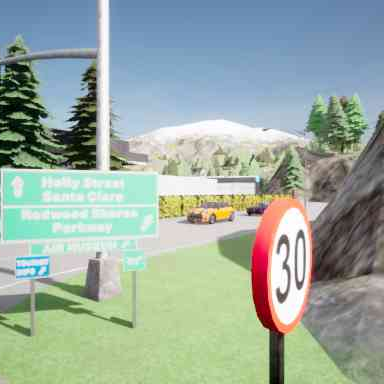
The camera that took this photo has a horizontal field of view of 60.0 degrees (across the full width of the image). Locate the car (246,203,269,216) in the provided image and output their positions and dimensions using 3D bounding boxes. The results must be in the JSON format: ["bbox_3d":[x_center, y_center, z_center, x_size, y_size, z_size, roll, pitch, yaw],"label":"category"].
[{"bbox_3d":[7.468,1.792,34.853,1.895,1.301,4.718,0,0,36],"label":"car"}]

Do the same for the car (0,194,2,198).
[{"bbox_3d":[-38.665,1.489,69.982,4.514,1.523,2.007,0,0,35],"label":"car"}]

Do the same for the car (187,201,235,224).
[{"bbox_3d":[1.563,1.544,26.726,2.097,1.767,4.553,0,0,36],"label":"car"}]

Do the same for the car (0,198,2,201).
[{"bbox_3d":[-12.422,1.504,26.064,1.905,1.878,3.866,0,0,35],"label":"car"}]
